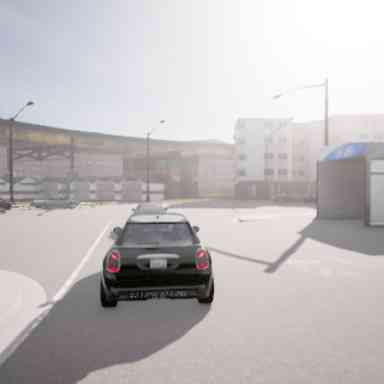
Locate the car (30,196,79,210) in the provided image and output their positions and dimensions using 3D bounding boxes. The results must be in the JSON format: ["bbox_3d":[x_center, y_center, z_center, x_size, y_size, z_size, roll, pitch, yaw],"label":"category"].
[{"bbox_3d":[-14.724,1.131,35.682,4.718,1.301,1.895,-1,1,-43],"label":"car"}]

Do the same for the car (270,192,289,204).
[{"bbox_3d":[13.461,0.747,47.122,4.553,1.767,2.097,0,1,-3],"label":"car"}]

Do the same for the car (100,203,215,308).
[{"bbox_3d":[-0.834,1.247,7.958,2.097,1.767,4.553,0,1,-7],"label":"car"}]

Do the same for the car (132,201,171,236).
[{"bbox_3d":[-2.253,1.292,17.850,1.812,1.442,4.674,0,1,-9],"label":"car"}]

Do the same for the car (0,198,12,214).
[{"bbox_3d":[-17.602,1.141,27.531,1.837,1.490,4.892,-2,-1,38],"label":"car"}]

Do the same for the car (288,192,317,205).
[{"bbox_3d":[15.820,0.916,43.818,5.008,1.535,1.882,0,1,-1],"label":"car"}]
